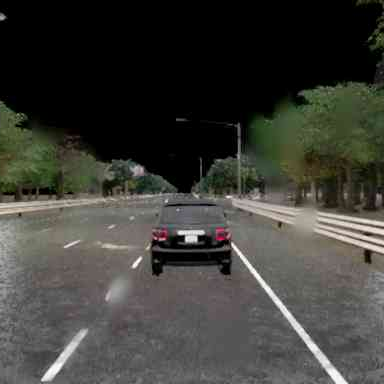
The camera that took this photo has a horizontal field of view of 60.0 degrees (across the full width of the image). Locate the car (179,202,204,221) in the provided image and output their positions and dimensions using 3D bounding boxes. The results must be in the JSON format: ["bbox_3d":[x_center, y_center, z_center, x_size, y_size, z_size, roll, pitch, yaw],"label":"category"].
[{"bbox_3d":[-0.068,1.576,28.471,1.994,1.385,4.181,0,0,0],"label":"car"}]

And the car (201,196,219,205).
[{"bbox_3d":[3.338,1.541,60.568,2.033,1.411,5.357,0,0,16],"label":"car"}]

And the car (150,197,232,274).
[{"bbox_3d":[-0.026,1.225,10.703,2.150,2.045,5.566,0,0,0],"label":"car"}]
